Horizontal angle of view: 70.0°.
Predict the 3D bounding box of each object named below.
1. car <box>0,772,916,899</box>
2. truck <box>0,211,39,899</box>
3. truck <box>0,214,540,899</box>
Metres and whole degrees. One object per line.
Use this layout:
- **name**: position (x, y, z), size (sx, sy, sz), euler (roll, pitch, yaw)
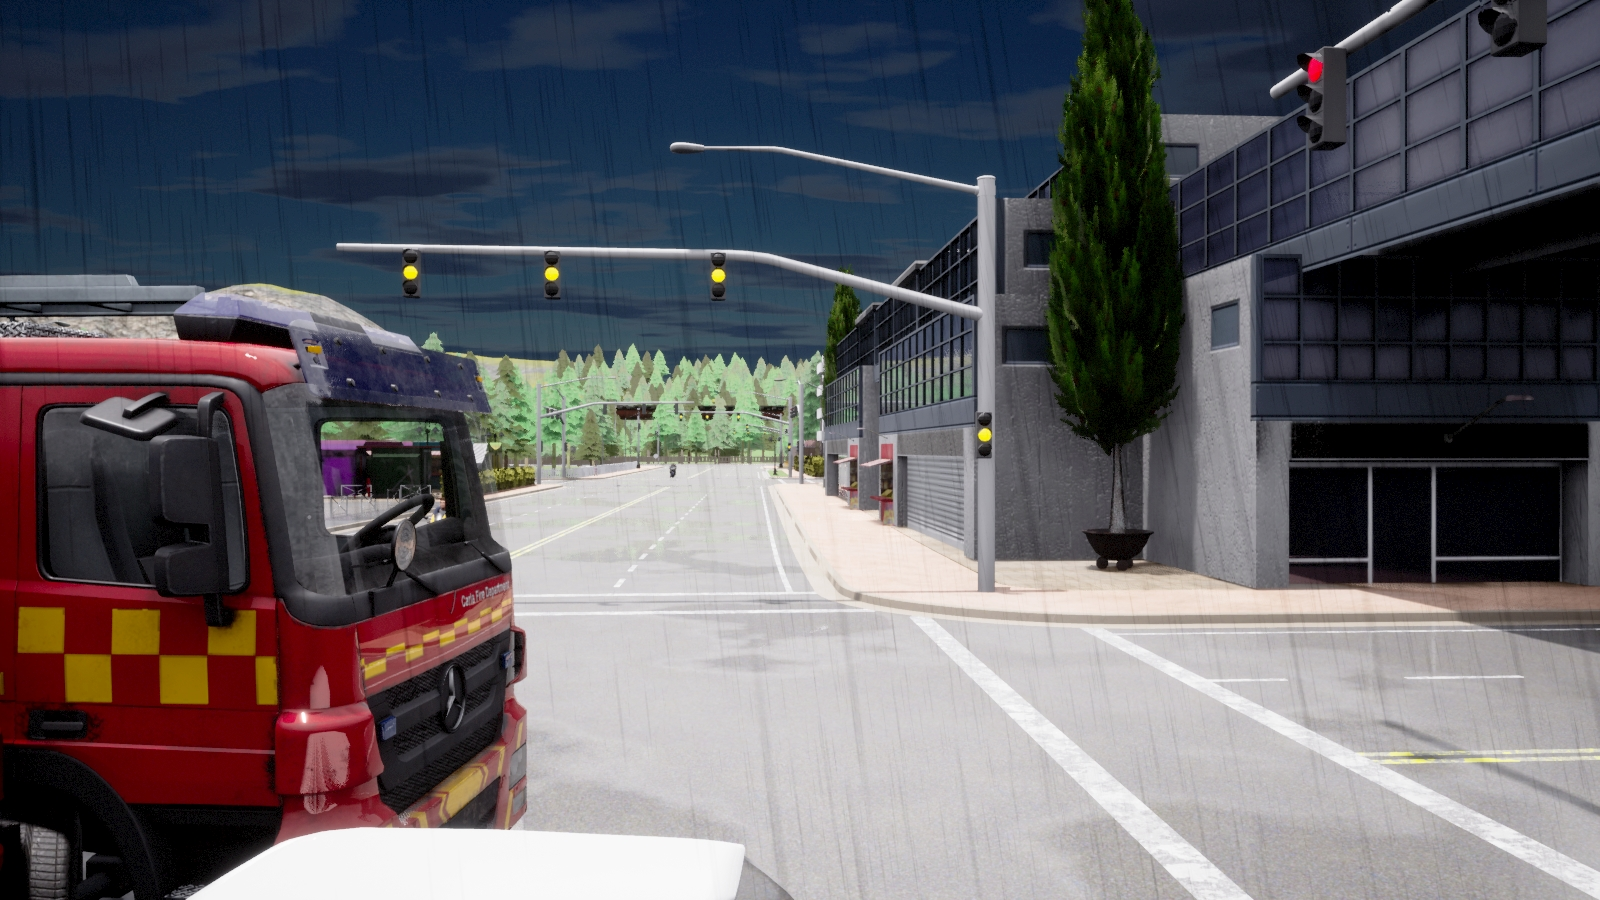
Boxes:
- **car**: position (-1.549, 2.065, 3.579), size (3.806, 1.475, 1.970), euler (0, 0, 5)
- **truck**: position (-7.587, 0.890, 3.490), size (8.468, 3.827, 2.891), euler (0, 0, -3)
- **truck**: position (-6.102, 0.890, 6.659), size (8.468, 3.827, 2.891), euler (0, 0, 4)
